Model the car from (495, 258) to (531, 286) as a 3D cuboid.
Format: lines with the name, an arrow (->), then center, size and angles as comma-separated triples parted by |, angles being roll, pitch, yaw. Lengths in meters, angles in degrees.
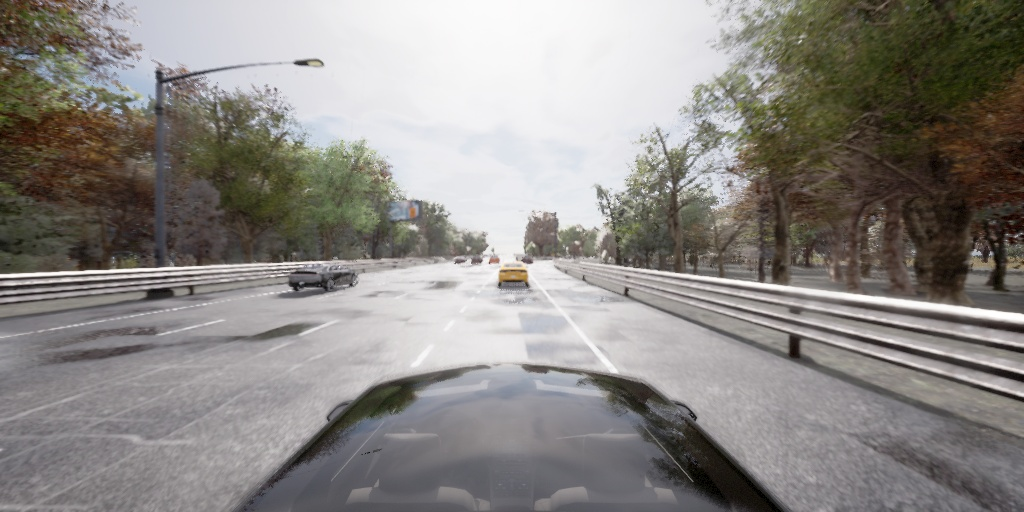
car -> 0.085, 1.106, 24.285 | 1.882, 1.535, 5.008 | 0, 0, 0

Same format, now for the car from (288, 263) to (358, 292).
car -> -10.414, 1.141, 20.189 | 2.128, 1.511, 4.902 | 0, 0, 0
